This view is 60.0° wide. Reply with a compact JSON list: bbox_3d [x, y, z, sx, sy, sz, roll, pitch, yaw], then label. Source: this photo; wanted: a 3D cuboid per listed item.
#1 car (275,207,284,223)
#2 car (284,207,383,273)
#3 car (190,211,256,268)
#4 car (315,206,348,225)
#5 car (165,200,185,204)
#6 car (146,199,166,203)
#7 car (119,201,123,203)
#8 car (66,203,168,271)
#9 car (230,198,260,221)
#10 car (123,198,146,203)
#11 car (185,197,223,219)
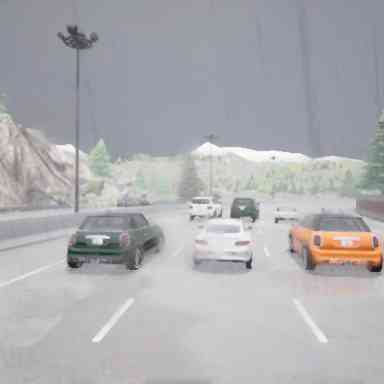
[{"bbox_3d":[8.067,1.895,28.437,1.895,1.301,4.718,0,-1,15],"label":"car"},{"bbox_3d":[4.649,1.477,11.451,2.097,1.767,4.553,0,-1,8],"label":"car"},{"bbox_3d":[1.158,1.638,11.762,1.812,1.442,4.674,0,0,8],"label":"car"},{"bbox_3d":[11.521,1.905,27.791,1.895,1.301,4.718,0,-1,15],"label":"car"},{"bbox_3d":[-2.045,2.036,53.043,1.994,1.385,4.181,0,-1,23],"label":"car"},{"bbox_3d":[-5.055,1.981,54.930,1.837,1.490,4.892,0,-1,23],"label":"car"},{"bbox_3d":[-11.359,2.037,57.938,1.994,1.385,4.181,0,-1,23],"label":"car"},{"bbox_3d":[-2.400,1.446,11.579,2.097,1.767,4.553,0,-1,8],"label":"car"},{"bbox_3d":[4.805,1.512,29.808,2.150,2.045,5.566,0,-1,15],"label":"car"},{"bbox_3d":[-8.830,1.811,54.993,2.097,1.767,4.553,0,-1,23],"label":"car"},{"bbox_3d":[1.354,1.502,30.426,2.150,2.045,5.566,0,-1,15],"label":"car"}]
